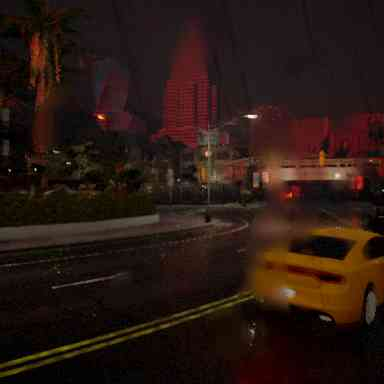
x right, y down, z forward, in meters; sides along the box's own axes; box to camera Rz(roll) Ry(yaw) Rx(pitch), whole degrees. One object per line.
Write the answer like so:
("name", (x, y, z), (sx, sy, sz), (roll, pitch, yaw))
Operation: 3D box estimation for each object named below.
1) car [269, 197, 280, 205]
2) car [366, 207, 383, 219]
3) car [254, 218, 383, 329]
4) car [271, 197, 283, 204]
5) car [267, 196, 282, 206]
("car", (19.050, 1.975, 76.509), (2.185, 1.767, 4.553), (0, 0, 17))
("car", (12.436, 1.681, 21.360), (2.128, 1.511, 4.902), (0, 0, 22))
("car", (3.348, 1.541, 7.256), (5.008, 1.535, 1.882), (1, 0, -45))
("car", (22.213, 2.186, 86.808), (2.231, 1.521, 4.892), (0, 0, 27))
("car", (17.316, 2.049, 70.320), (2.097, 1.535, 5.008), (0, 0, 17))
